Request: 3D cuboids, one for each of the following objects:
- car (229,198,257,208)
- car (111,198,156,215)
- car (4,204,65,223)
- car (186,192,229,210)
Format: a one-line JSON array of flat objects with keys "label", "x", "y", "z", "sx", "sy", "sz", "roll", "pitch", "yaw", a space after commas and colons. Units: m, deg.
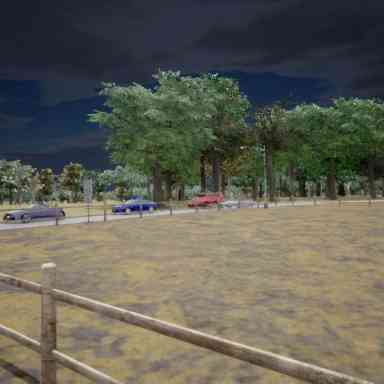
[{"label": "car", "x": 6.146, "y": 1.372, "z": 42.184, "sx": 4.718, "sy": 1.301, "sz": 1.895, "roll": -1, "pitch": -1, "yaw": -44}, {"label": "car", "x": -5.760, "y": 1.432, "z": 33.334, "sx": 1.882, "sy": 1.535, "sz": 5.008, "roll": -2, "pitch": -1, "yaw": 39}, {"label": "car", "x": -11.812, "y": 1.570, "z": 25.186, "sx": 1.994, "sy": 1.385, "sz": 4.181, "roll": -2, "pitch": -1, "yaw": 36}, {"label": "car", "x": 1.787, "y": 1.095, "z": 41.968, "sx": 2.150, "sy": 2.045, "sz": 5.566, "roll": -2, "pitch": -1, "yaw": 45}]
